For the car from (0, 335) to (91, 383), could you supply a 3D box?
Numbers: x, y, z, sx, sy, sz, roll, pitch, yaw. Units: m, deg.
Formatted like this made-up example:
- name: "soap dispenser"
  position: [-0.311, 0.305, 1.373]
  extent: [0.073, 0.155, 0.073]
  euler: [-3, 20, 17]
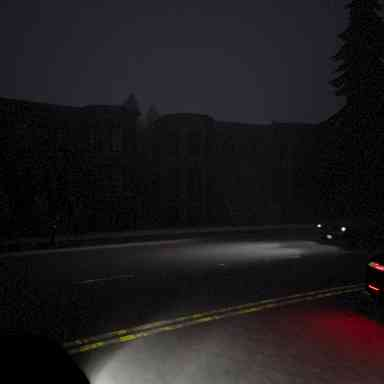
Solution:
- name: "car"
  position: [-3.077, 1.548, 1.388]
  extent: [5.357, 1.411, 2.033]
  euler: [0, 0, -37]

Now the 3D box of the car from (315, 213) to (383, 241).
- name: "car"
  position: [7.951, 1.601, 14.902]
  extent: [4.718, 1.301, 1.895]
  euler: [0, 0, -19]

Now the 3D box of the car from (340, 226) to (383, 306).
- name: "car"
  position: [5.464, 1.492, 6.218]
  extent: [4.902, 1.511, 2.128]
  euler: [0, 0, -24]
